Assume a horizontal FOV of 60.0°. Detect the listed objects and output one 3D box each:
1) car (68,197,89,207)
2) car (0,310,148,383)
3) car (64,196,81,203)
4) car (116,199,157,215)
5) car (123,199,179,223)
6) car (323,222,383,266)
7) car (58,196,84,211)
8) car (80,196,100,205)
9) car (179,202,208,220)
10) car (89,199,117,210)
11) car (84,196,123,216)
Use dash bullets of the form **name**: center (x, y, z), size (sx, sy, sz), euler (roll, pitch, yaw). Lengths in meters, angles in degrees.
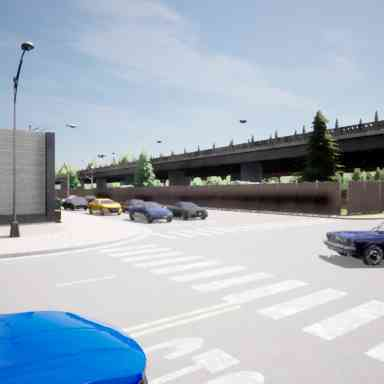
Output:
- **car**: center (-17.435, 1.470, 51.074), size (1.812, 1.442, 4.674), euler (0, 0, -35)
- **car**: center (-2.624, 1.478, 1.902), size (5.008, 1.535, 1.882), euler (0, 0, -36)
- **car**: center (-23.745, 1.469, 65.951), size (1.812, 1.442, 4.674), euler (0, 0, -36)
- **car**: center (-5.906, 1.492, 34.822), size (2.033, 1.411, 5.357), euler (0, 0, -35)
- **car**: center (-3.204, 1.470, 25.015), size (1.812, 1.442, 4.674), euler (0, 0, -36)
- **car**: center (6.917, 1.586, 10.967), size (4.718, 1.301, 1.895), euler (0, 0, -5)
- **car**: center (-14.267, 1.492, 40.499), size (2.033, 1.411, 5.357), euler (0, 0, -35)
- **car**: center (-17.819, 1.422, 57.832), size (1.882, 1.535, 5.008), euler (0, 0, -36)
- **car**: center (-0.541, 1.508, 27.305), size (1.994, 1.385, 4.181), euler (0, 0, -36)
- **car**: center (-11.476, 1.545, 42.632), size (1.895, 1.301, 4.718), euler (0, 0, -35)
- **car**: center (-8.571, 1.422, 32.520), size (1.882, 1.535, 5.008), euler (0, 0, -36)
